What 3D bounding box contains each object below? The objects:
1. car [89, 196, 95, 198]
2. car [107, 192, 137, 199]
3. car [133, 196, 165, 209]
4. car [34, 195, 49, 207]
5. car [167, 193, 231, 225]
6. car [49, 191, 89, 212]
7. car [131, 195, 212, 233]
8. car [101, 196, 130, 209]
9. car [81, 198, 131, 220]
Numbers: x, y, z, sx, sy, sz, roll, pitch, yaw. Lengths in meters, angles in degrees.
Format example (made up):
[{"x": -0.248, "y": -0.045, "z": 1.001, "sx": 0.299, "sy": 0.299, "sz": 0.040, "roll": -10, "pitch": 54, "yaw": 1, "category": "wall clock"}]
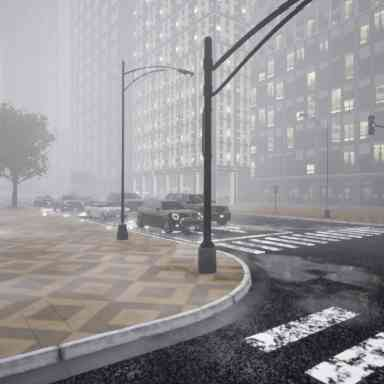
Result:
[{"x": -12.150, "y": 1.184, "z": 38.665, "sx": 2.128, "sy": 1.511, "sz": 4.902, "roll": 0, "pitch": 0, "yaw": -37, "category": "car"}, {"x": -6.042, "y": 1.001, "z": 30.446, "sx": 2.150, "sy": 2.045, "sz": 5.566, "roll": 0, "pitch": 0, "yaw": -37, "category": "car"}, {"x": -5.292, "y": 1.270, "z": 40.657, "sx": 1.812, "sy": 1.442, "sz": 4.674, "roll": 0, "pitch": 0, "yaw": -37, "category": "car"}, {"x": -18.548, "y": 1.114, "z": 41.870, "sx": 2.128, "sy": 1.511, "sz": 4.902, "roll": 0, "pitch": 0, "yaw": -36, "category": "car"}, {"x": 0.136, "y": 1.085, "z": 22.131, "sx": 2.150, "sy": 2.045, "sz": 5.566, "roll": 0, "pitch": 0, "yaw": -37, "category": "car"}, {"x": -12.543, "y": 1.062, "z": 33.741, "sx": 2.097, "sy": 1.767, "sz": 4.553, "roll": 0, "pitch": 0, "yaw": -37, "category": "car"}, {"x": -1.304, "y": 1.216, "z": 18.621, "sx": 2.097, "sy": 1.767, "sz": 4.553, "roll": 0, "pitch": 0, "yaw": -37, "category": "car"}, {"x": -9.429, "y": 1.272, "z": 40.771, "sx": 1.994, "sy": 1.385, "sz": 4.181, "roll": 0, "pitch": 0, "yaw": -37, "category": "car"}, {"x": -6.672, "y": 1.393, "z": 25.833, "sx": 1.895, "sy": 1.301, "sz": 4.718, "roll": 0, "pitch": 0, "yaw": -37, "category": "car"}]
